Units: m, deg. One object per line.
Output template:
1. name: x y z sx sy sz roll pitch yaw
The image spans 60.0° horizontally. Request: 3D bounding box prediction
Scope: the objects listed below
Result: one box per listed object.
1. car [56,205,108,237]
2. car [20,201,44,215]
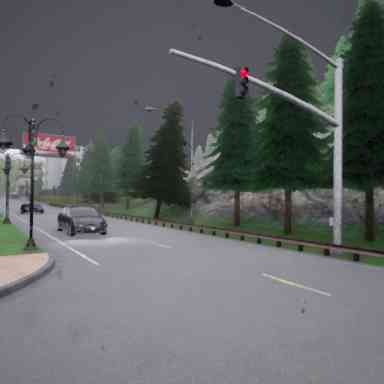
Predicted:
1. car: -6.121 1.527 18.258 1.837 1.490 4.892 1 -1 -33
2. car: -16.976 1.668 35.186 1.994 1.385 4.181 1 -1 -33
